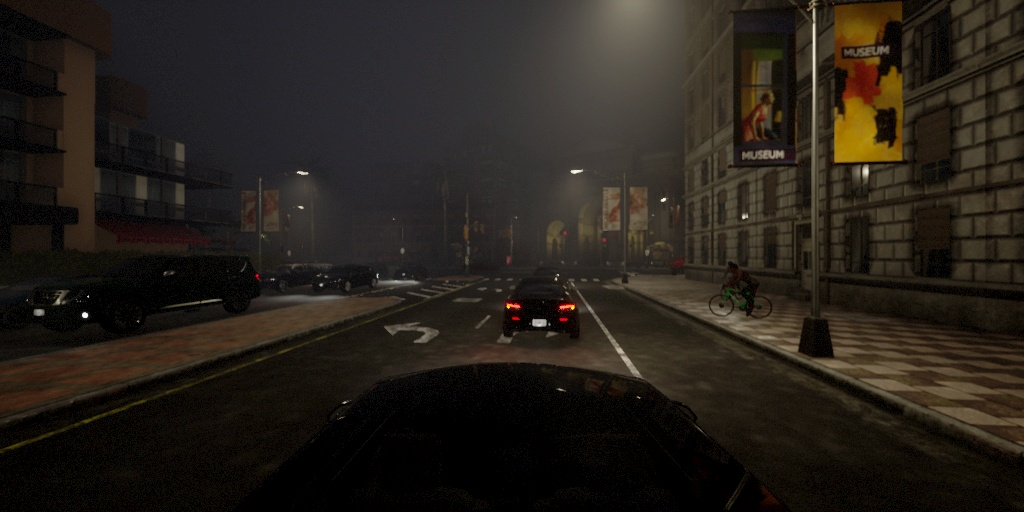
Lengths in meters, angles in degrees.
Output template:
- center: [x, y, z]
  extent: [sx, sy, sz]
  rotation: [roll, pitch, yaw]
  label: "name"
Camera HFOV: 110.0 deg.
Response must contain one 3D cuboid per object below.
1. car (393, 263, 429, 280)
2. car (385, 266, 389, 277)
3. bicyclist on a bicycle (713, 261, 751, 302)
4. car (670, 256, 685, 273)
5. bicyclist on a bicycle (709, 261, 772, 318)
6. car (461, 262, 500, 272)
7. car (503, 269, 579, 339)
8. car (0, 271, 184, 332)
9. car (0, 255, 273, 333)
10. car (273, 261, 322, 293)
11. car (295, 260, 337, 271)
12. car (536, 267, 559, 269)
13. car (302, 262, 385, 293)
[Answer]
- center: [-8.656, 1.313, 31.025]
  extent: [1.994, 1.385, 4.181]
  rotation: [0, 0, 3]
  label: "car"
- center: [-12.426, 1.296, 32.133]
  extent: [2.033, 1.411, 5.357]
  rotation: [0, 0, -6]
  label: "car"
- center: [9.246, 1.049, 15.036]
  extent: [1.656, 1.620, 0.582]
  rotation: [0, 0, -28]
  label: "bicyclist on a bicycle"
- center: [21.503, 0.968, 41.800]
  extent: [5.566, 2.045, 2.150]
  rotation: [0, 0, 7]
  label: "car"
- center: [6.835, 1.050, 10.769]
  extent: [1.656, 1.620, 0.582]
  rotation: [0, 0, 22]
  label: "bicyclist on a bicycle"
- center: [-3.850, 1.348, 44.876]
  extent: [4.718, 1.301, 1.895]
  rotation: [0, 0, 7]
  label: "car"
- center: [0.859, 1.275, 10.039]
  extent: [1.812, 1.442, 4.674]
  rotation: [0, 0, 7]
  label: "car"
- center: [-14.225, 1.298, 11.573]
  extent: [2.033, 1.411, 5.357]
  rotation: [0, 0, 7]
  label: "car"
- center: [-10.733, 0.971, 11.157]
  extent: [2.150, 2.045, 5.566]
  rotation: [0, 0, 8]
  label: "car"
- center: [-13.159, 1.241, 21.096]
  extent: [2.128, 1.511, 4.902]
  rotation: [0, 0, 6]
  label: "car"
- center: [-25.954, 1.274, 47.564]
  extent: [4.674, 1.442, 1.812]
  rotation: [0, 0, 7]
  label: "car"
- center: [1.888, 1.275, 18.885]
  extent: [1.812, 1.442, 4.674]
  rotation: [0, 0, 6]
  label: "car"
- center: [-9.632, 1.254, 21.012]
  extent: [1.837, 1.490, 4.892]
  rotation: [0, 0, 7]
  label: "car"
